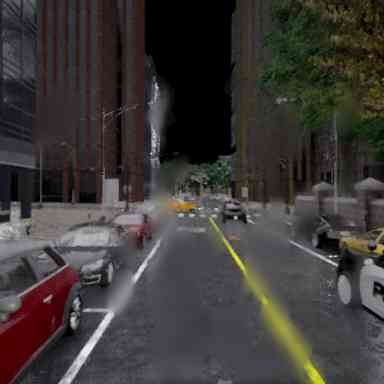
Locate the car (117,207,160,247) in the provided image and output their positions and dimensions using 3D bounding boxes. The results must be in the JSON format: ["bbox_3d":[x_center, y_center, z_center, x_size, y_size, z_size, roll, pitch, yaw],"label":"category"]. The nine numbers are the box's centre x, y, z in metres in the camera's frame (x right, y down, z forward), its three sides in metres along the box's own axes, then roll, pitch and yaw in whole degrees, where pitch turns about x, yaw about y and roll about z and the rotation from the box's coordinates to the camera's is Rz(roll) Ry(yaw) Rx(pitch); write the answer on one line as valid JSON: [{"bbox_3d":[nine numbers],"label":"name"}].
[{"bbox_3d":[-2.722,1.558,14.700,1.887,1.381,4.507,0,0,0],"label":"car"}]

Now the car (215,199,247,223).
[{"bbox_3d":[3.101,1.557,25.865,1.837,1.490,4.892,0,0,1],"label":"car"}]

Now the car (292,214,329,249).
[{"bbox_3d":[5.803,1.608,14.673,1.947,1.339,4.313,0,0,0],"label":"car"}]

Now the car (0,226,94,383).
[{"bbox_3d":[-2.758,1.436,3.786,1.967,1.590,4.097,0,0,0],"label":"car"}]

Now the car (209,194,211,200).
[{"bbox_3d":[6.038,1.719,84.743,1.887,1.381,4.507,0,0,0],"label":"car"}]

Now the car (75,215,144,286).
[{"bbox_3d":[-2.740,1.555,9.243,2.008,1.369,4.403,0,0,0],"label":"car"}]

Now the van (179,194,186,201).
[{"bbox_3d":[-2.469,1.498,90.209,1.690,1.788,3.998,0,0,0],"label":"van"}]

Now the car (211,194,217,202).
[{"bbox_3d":[6.001,1.702,73.867,2.008,1.369,4.403,0,0,0],"label":"car"}]

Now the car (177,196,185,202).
[{"bbox_3d":[-2.506,1.658,79.164,1.752,1.417,4.829,0,0,0],"label":"car"}]

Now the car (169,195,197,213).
[{"bbox_3d":[-1.959,1.459,37.876,5.008,1.535,1.882,1,0,36],"label":"car"}]

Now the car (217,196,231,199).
[{"bbox_3d":[5.947,1.558,57.555,1.967,1.590,4.097,0,0,0],"label":"car"}]

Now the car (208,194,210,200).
[{"bbox_3d":[6.057,1.712,90.350,1.752,1.417,4.829,0,0,0],"label":"car"}]

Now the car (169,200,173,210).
[{"bbox_3d":[-2.686,1.556,25.444,1.752,1.417,4.829,0,0,0],"label":"car"}]

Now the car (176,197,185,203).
[{"bbox_3d":[-2.524,1.703,73.896,1.802,1.307,4.206,0,0,0],"label":"car"}]

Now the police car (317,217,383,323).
[{"bbox_3d":[3.909,1.447,5.054,1.930,1.638,5.238,0,0,0],"label":"police car"}]

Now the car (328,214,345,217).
[{"bbox_3d":[5.786,1.560,9.386,1.752,1.417,4.829,0,0,0],"label":"car"}]

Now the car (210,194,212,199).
[{"bbox_3d":[6.020,1.707,79.305,1.887,1.381,4.507,0,0,0],"label":"car"}]

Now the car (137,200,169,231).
[{"bbox_3d":[-2.703,1.462,20.157,1.967,1.590,4.097,0,0,0],"label":"car"}]
